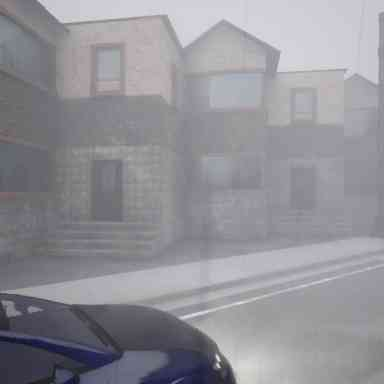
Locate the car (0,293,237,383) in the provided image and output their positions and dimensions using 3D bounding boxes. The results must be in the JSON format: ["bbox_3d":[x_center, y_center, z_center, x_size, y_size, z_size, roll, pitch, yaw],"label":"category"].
[{"bbox_3d":[-1.635,1.564,2.591,4.181,1.385,1.994,0,0,-36],"label":"car"}]
